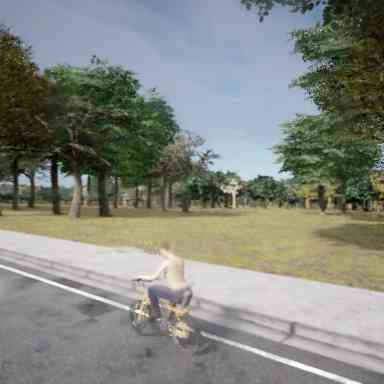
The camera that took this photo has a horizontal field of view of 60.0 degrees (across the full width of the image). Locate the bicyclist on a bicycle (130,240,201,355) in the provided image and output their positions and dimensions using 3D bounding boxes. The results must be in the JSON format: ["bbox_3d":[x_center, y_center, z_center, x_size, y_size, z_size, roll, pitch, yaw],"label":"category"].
[{"bbox_3d":[-0.449,1.532,5.110,1.509,1.612,0.866,0,-1,40],"label":"bicyclist on a bicycle"}]
